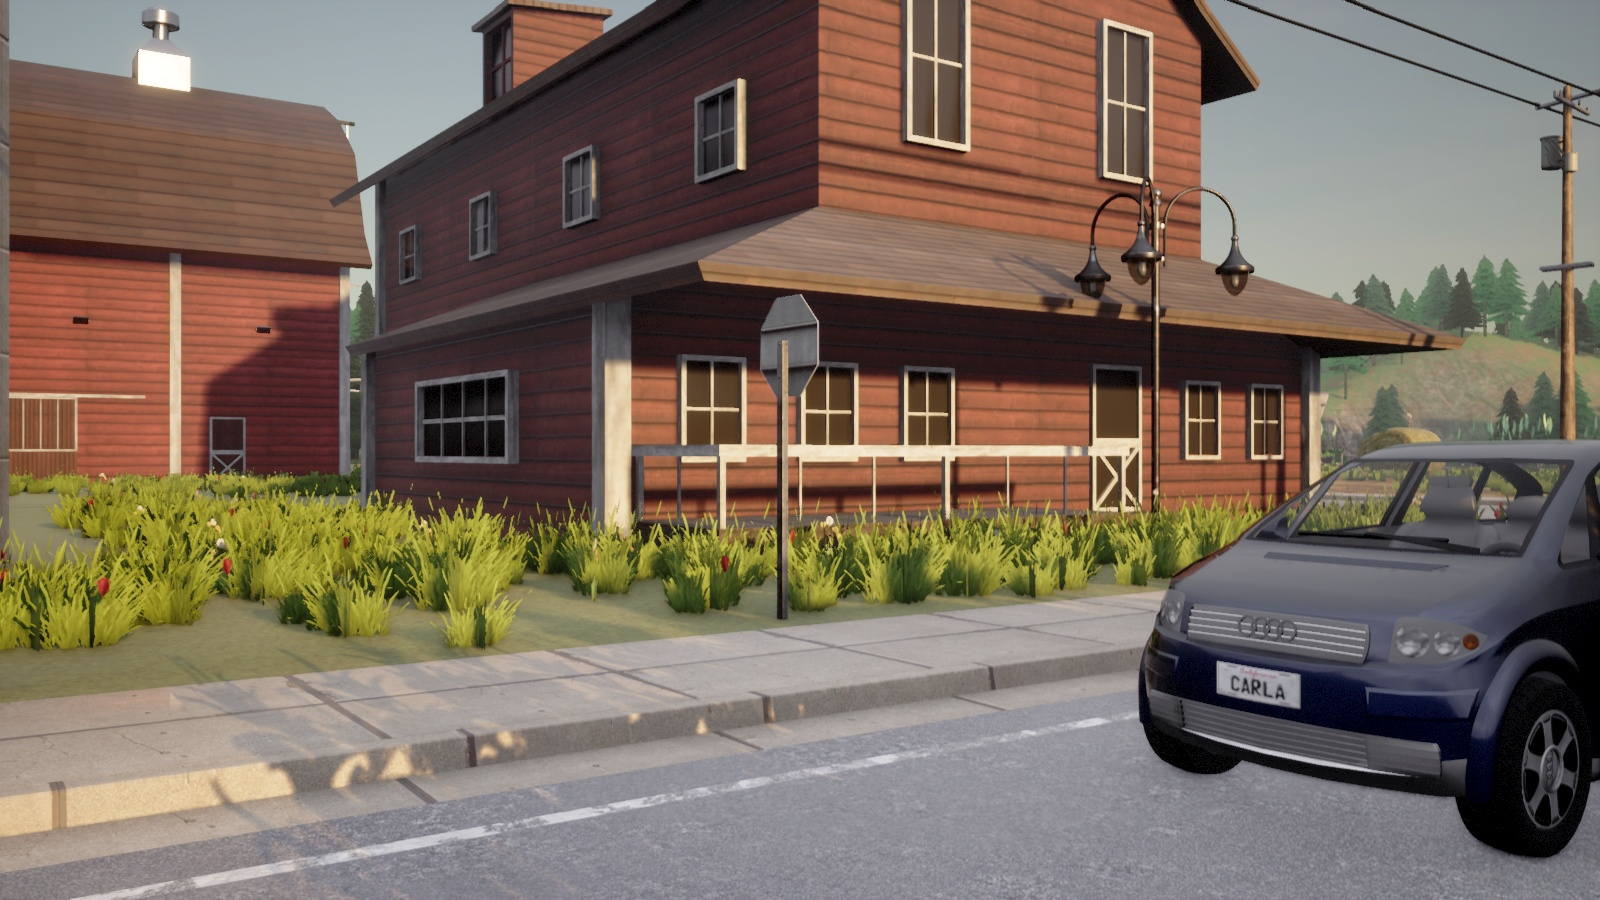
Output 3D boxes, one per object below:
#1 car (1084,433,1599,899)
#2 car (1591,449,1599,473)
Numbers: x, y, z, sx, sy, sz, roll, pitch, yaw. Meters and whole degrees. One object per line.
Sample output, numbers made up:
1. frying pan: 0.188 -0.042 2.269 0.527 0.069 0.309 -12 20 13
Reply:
1. car: 3.309 0.720 5.965 3.705 1.549 1.789 0 0 -35
2. car: 51.064 0.648 76.791 1.816 1.474 4.193 0 0 -32
